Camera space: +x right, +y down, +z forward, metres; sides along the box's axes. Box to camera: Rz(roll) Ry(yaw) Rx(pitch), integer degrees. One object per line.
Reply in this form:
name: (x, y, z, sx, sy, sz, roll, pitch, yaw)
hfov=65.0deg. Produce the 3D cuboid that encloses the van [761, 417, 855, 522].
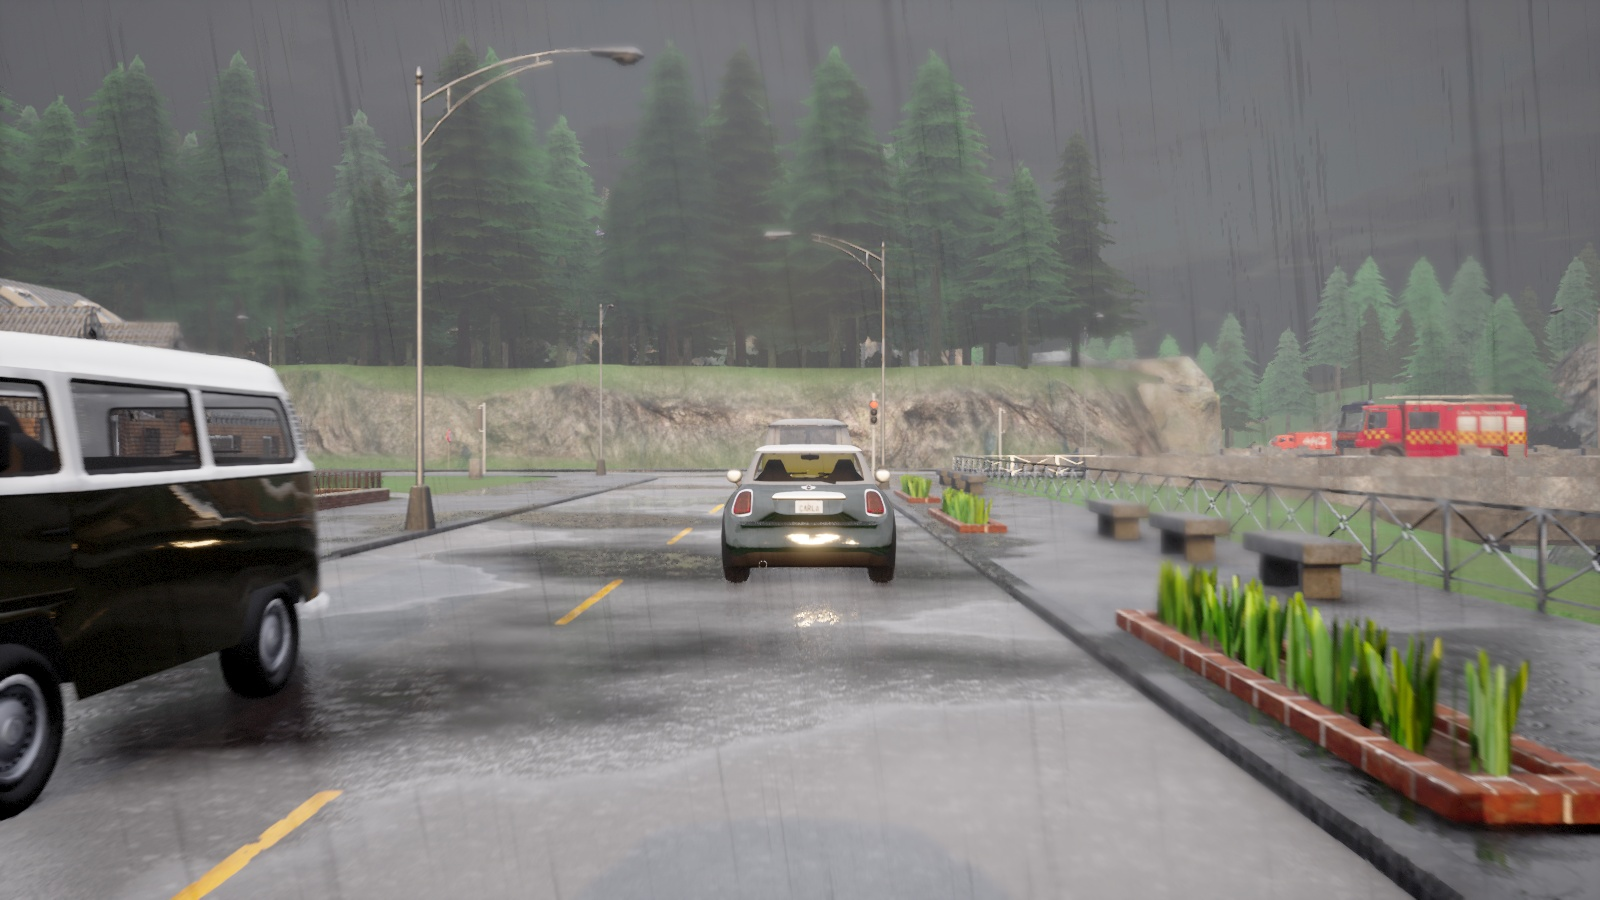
van: (0.164, 0.354, 25.797, 1.775, 1.987, 4.442, 0, 0, 0)

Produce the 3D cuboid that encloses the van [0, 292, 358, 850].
van: (-3.950, 0.433, 6.003, 2.069, 2.038, 4.480, 0, 0, 0)

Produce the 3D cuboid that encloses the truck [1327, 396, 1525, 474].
truck: (31.228, -0.747, 62.908, 8.468, 3.827, 2.891, 0, 0, 0)

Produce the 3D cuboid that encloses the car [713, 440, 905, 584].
car: (0.100, 0.629, 14.800, 1.970, 1.475, 3.806, 0, 0, 0)
